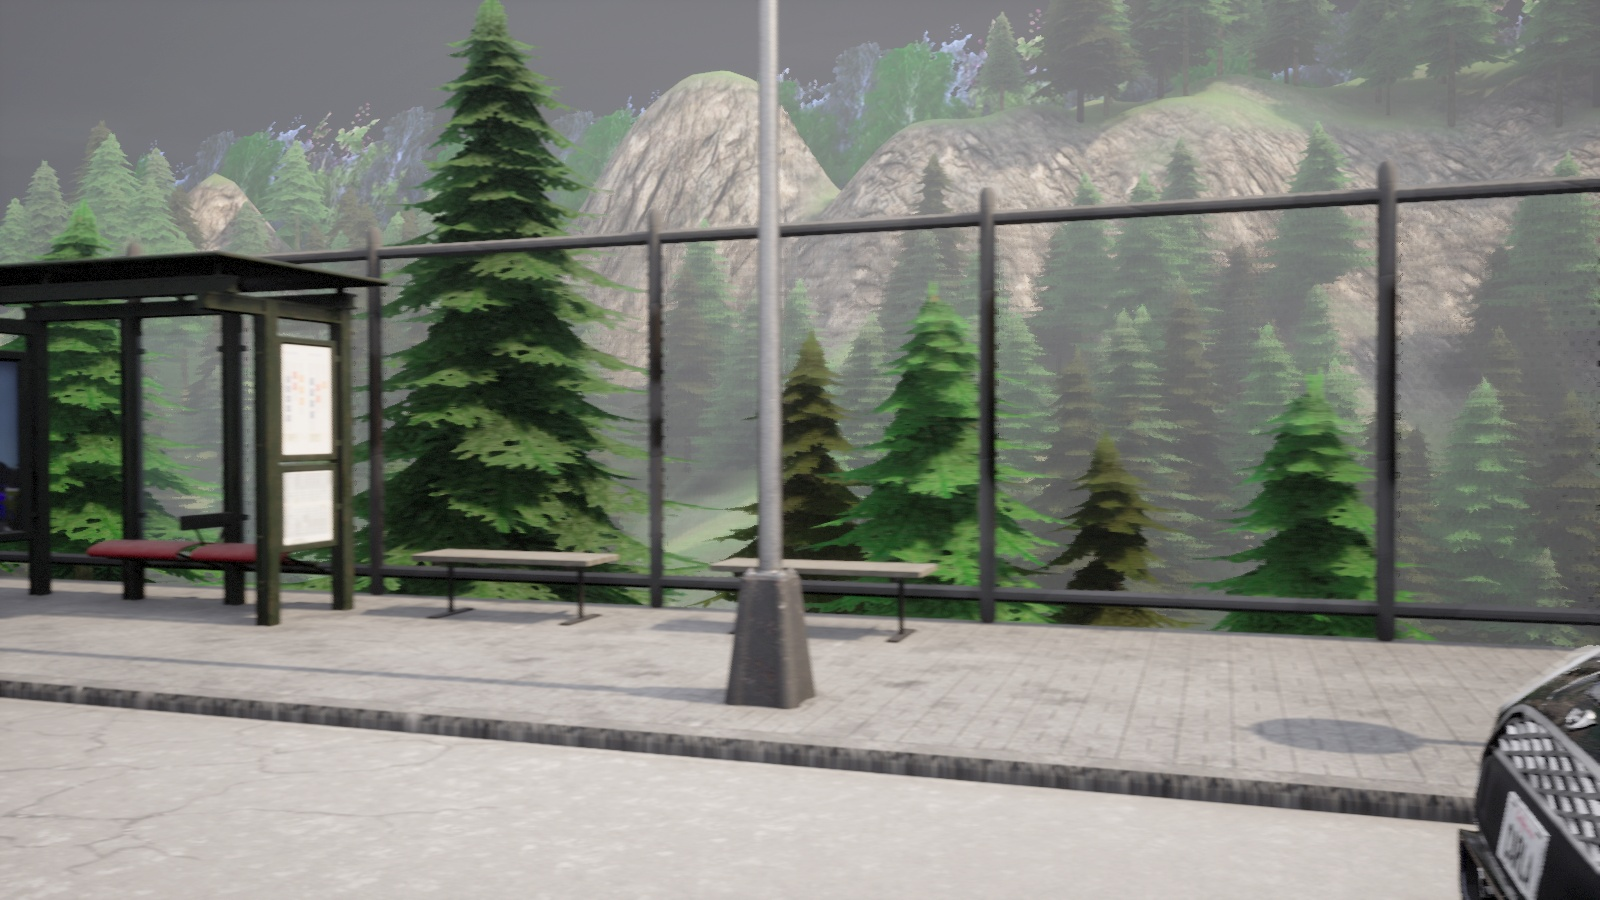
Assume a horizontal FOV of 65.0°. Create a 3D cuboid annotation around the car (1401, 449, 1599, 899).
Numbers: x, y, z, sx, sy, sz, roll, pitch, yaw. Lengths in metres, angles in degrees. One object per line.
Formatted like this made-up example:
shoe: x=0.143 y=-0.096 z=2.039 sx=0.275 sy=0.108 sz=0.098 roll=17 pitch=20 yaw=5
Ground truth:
car: x=3.457 y=0.764 z=2.556 sx=3.806 sy=1.475 sz=1.970 roll=1 pitch=1 yaw=19
